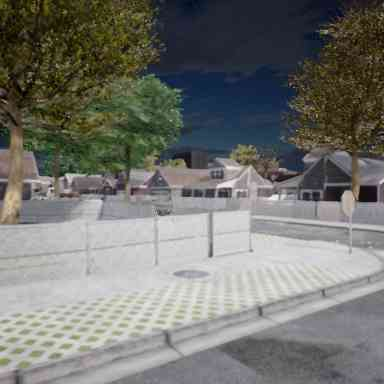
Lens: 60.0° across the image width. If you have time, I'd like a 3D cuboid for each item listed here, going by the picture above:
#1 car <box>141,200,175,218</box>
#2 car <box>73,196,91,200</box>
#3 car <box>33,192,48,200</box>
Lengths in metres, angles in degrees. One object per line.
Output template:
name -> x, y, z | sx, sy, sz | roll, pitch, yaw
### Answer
car -> -3.144, 1.474, 29.934 | 1.837, 1.490, 4.892 | 0, 0, -36
car -> -15.838, 1.362, 47.795 | 2.128, 1.511, 4.902 | 0, 0, -35
car -> -37.653, 0.933, 82.966 | 2.150, 2.045, 5.566 | 0, 0, -36
